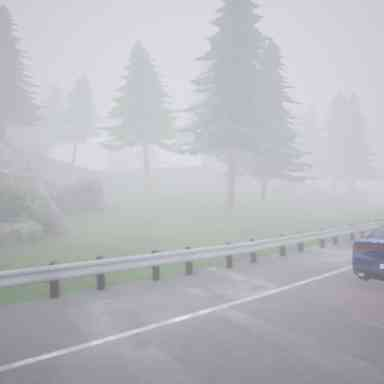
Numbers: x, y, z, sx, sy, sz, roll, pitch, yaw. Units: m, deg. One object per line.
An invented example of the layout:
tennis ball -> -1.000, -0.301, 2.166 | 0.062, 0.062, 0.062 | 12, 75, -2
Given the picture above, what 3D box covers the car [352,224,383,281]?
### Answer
car -> 6.122, 1.475, 8.900 | 5.008, 1.535, 1.882 | 0, 0, -41
